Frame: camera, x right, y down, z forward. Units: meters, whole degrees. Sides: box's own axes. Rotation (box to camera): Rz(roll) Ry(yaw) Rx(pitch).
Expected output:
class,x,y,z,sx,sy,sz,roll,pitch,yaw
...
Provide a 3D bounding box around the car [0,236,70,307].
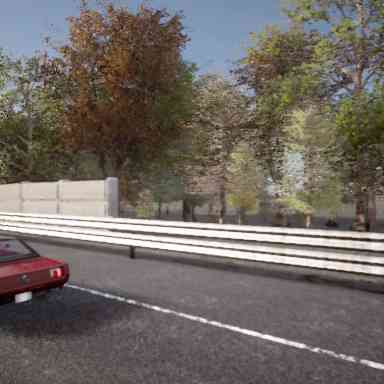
class,x,y,z,sx,sy,sz,roll,pitch,yaw
car,-4.890,1.649,7.359,4.718,1.301,1.895,-1,0,35
